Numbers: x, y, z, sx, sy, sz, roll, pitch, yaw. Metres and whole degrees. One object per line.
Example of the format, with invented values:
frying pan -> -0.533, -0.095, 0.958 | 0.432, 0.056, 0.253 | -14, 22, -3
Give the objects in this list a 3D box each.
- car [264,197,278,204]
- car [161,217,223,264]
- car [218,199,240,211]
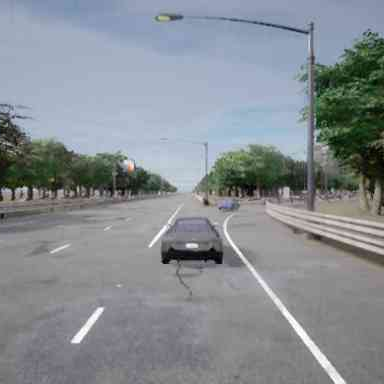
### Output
car -> 14.901, 1.597, 61.557 | 1.994, 1.385, 4.181 | 0, 0, 34
car -> 0.016, 1.576, 11.934 | 1.994, 1.385, 4.181 | 0, 0, 0
car -> 4.667, 1.580, 41.265 | 2.033, 1.411, 5.357 | 0, 0, 19
